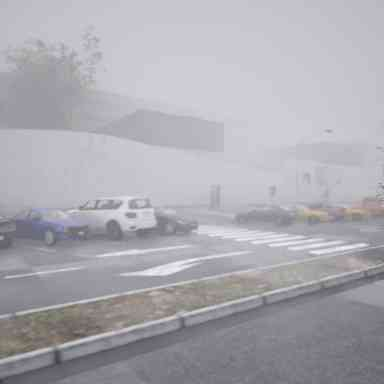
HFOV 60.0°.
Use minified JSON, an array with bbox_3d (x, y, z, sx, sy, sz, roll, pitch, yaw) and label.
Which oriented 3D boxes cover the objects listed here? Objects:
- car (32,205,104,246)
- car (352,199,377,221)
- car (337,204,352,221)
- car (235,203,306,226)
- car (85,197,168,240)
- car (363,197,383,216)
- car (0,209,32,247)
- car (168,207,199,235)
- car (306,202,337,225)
[{"bbox_3d":[-6.745,1.504,15.519,5.008,1.535,2.097,-1,-1,35],"label":"car"},{"bbox_3d":[12.845,1.667,29.247,5.366,1.575,1.946,-1,-1,35],"label":"car"},{"bbox_3d":[10.235,1.674,27.634,4.792,1.488,2.163,-1,-1,35],"label":"car"},{"bbox_3d":[5.404,1.632,24.156,4.674,1.452,2.002,-1,-1,35],"label":"car"},{"bbox_3d":[-4.342,1.266,17.258,5.566,2.045,2.435,-1,-1,35],"label":"car"},{"bbox_3d":[17.575,1.597,32.794,4.553,1.767,2.185,-1,-1,35],"label":"car"},{"bbox_3d":[-9.169,1.495,13.777,4.892,1.521,2.231,-1,-1,35],"label":"car"},{"bbox_3d":[-1.887,1.534,18.982,4.892,1.521,2.231,-1,-1,34],"label":"car"},{"bbox_3d":[7.985,1.611,25.787,5.366,1.575,1.946,-1,-1,35],"label":"car"}]
